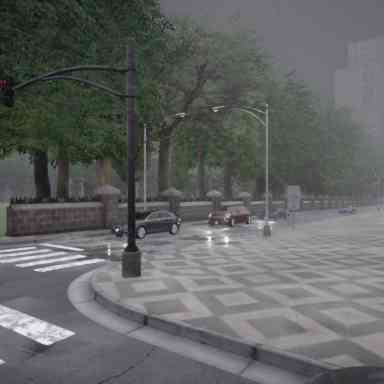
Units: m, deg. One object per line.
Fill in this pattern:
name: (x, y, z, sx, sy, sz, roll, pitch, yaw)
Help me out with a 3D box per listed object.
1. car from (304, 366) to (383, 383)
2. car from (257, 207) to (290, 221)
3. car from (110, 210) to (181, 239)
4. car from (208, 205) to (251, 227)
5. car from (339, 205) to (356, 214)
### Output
car: (2.454, 1.551, 1.218, 4.403, 1.369, 2.008, 0, 0, 35)
car: (8.991, 2.294, 36.129, 2.033, 1.411, 5.357, 0, -1, 35)
car: (-2.599, 1.833, 19.657, 1.837, 1.490, 4.892, 0, -1, 35)
car: (3.208, 1.888, 27.913, 2.097, 1.767, 4.553, 0, -1, 35)
car: (24.836, 2.782, 53.107, 2.033, 1.411, 5.357, 0, -1, 34)
